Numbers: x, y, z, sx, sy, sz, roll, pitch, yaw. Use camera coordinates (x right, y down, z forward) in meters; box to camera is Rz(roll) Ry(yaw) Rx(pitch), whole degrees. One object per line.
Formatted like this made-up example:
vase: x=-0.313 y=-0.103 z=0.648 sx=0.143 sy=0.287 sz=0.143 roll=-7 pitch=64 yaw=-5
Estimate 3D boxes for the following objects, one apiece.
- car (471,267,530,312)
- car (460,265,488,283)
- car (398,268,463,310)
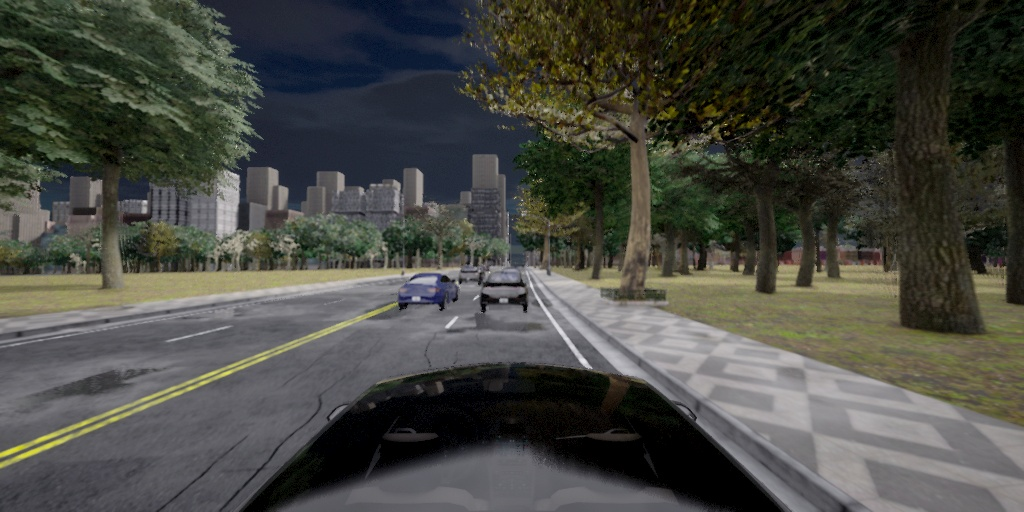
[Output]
car: x=-0.269 y=1.402 z=15.182 sx=2.128 sy=1.511 sz=4.902 roll=0 pitch=-1 yaw=1
car: x=-3.272 y=1.613 z=30.126 sx=2.128 sy=1.511 sz=4.902 roll=0 pitch=-1 yaw=2
car: x=-3.513 y=1.441 z=15.563 sx=1.812 sy=1.442 sz=4.674 roll=0 pitch=-1 yaw=1
